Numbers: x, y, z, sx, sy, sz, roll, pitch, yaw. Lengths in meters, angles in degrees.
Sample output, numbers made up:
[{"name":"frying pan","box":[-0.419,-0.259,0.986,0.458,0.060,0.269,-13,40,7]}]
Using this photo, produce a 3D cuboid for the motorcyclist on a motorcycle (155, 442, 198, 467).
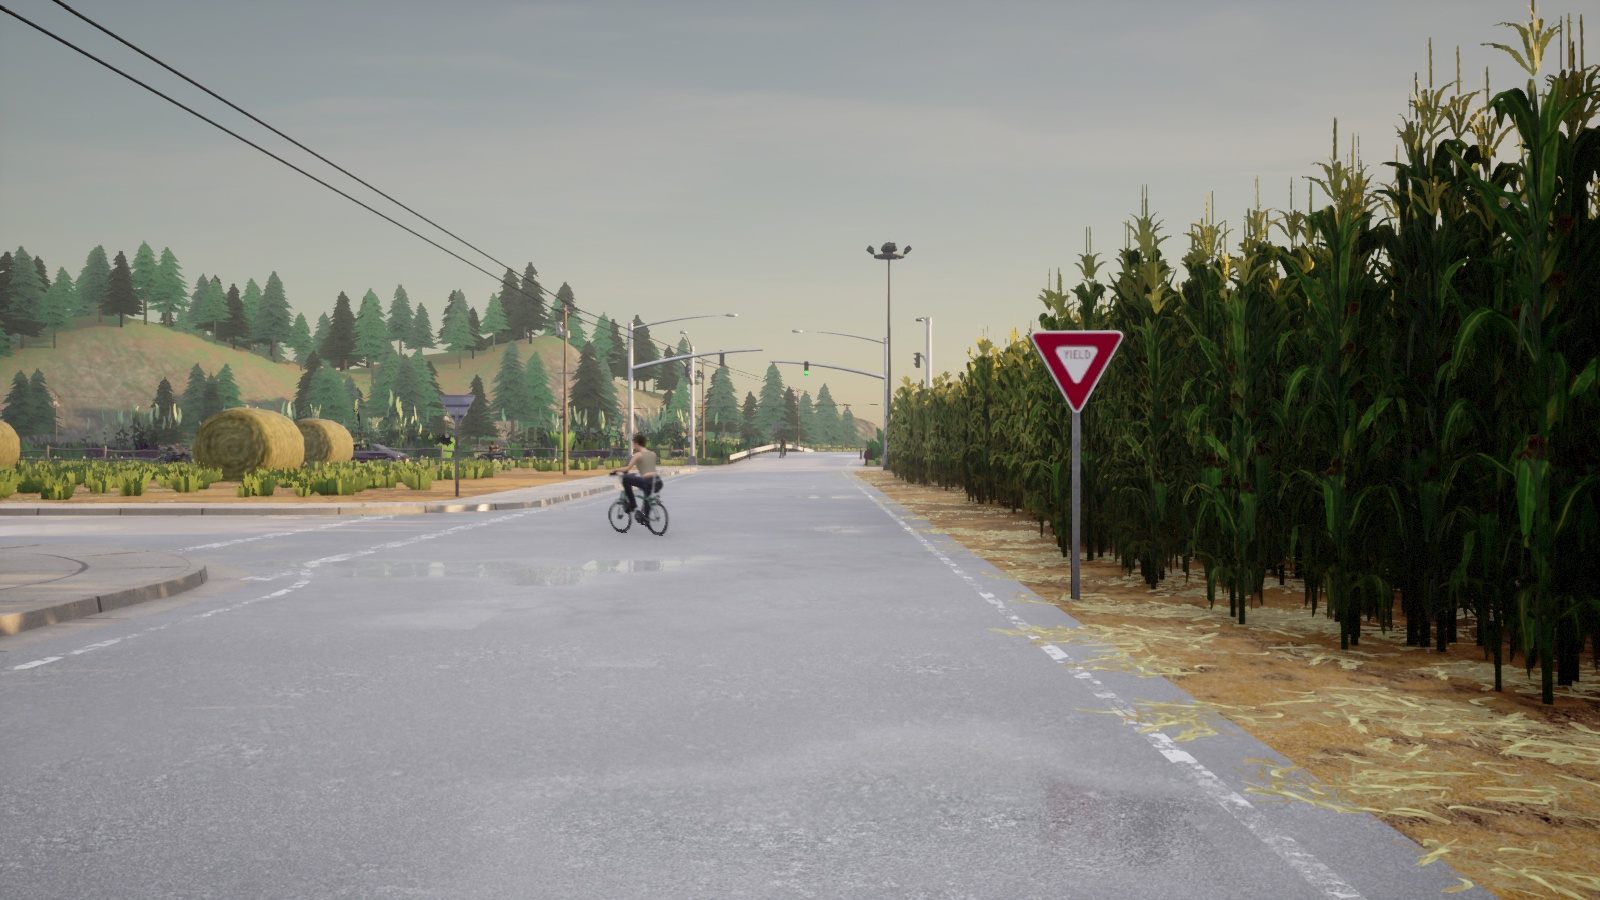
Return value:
[{"name":"motorcyclist on a motorcycle","box":[-38.120,0.283,76.763,2.191,1.530,0.866,0,0,3]}]

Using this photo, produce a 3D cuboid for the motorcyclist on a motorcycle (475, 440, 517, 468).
[{"name":"motorcyclist on a motorcycle","box":[-18.294,0.220,75.628,2.350,1.649,0.766,0,0,3]}]

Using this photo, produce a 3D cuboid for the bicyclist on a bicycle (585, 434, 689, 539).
[{"name":"bicyclist on a bicycle","box":[-2.648,0.559,20.284,1.509,1.612,0.866,0,2,44]}]

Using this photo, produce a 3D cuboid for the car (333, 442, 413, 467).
[{"name":"car","box":[-25.853,0.275,76.062,4.193,1.474,1.816,0,0,3]}]
